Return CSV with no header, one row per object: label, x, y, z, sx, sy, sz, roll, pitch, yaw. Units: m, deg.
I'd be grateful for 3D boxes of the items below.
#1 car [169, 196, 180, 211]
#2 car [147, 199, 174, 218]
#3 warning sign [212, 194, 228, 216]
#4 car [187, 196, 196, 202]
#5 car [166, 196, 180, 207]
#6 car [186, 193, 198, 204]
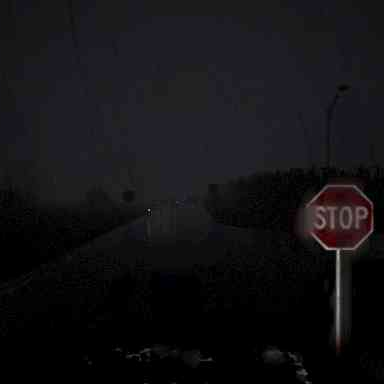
car,-2.912,1.545,40.598,1.994,1.385,4.181,0,0,0
car,-2.884,1.590,29.943,1.895,1.301,4.718,0,0,-1
warning sign,2.401,1.106,28.717,1.300,1.860,1.060,0,0,0
car,-0.115,1.484,71.194,1.895,1.301,4.718,0,0,0
car,-2.923,1.469,51.973,1.837,1.490,4.892,0,0,0
car,-0.099,1.296,61.120,2.097,1.767,4.553,0,0,0
